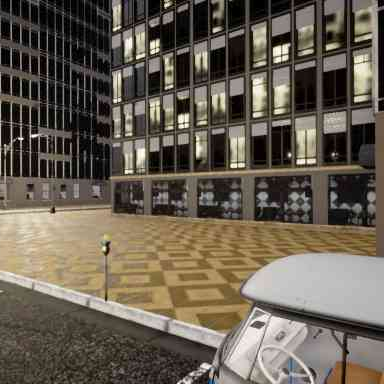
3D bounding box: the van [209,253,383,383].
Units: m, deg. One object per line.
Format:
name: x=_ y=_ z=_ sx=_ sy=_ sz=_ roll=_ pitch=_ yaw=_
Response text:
van: x=1.900 y=1.341 z=1.523 sx=3.998 sy=1.788 sz=1.690 roll=0 pitch=0 yaw=35
